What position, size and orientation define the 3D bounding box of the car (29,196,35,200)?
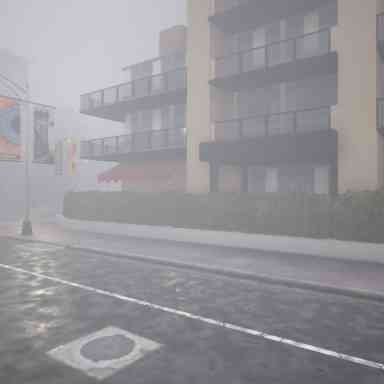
[{"bbox_3d":[-36.054,1.481,72.144,4.892,1.521,2.231,0,0,36],"label":"car"}]
